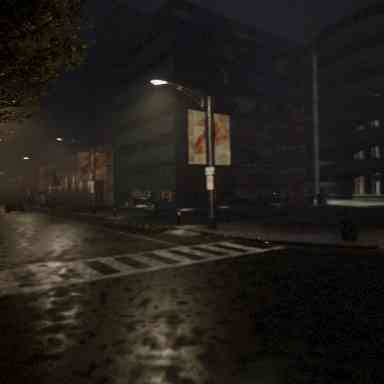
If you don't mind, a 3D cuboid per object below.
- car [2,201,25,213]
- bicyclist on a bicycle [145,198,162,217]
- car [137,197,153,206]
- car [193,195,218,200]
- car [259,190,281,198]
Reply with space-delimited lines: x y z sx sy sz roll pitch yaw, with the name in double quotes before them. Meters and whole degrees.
"car" -23.313 1.954 43.851 1.882 1.535 5.008 -1 0 -35
"bicyclist on a bicycle" -3.367 1.352 28.760 1.656 1.620 0.582 -2 0 -35
"car" -7.618 1.537 54.939 2.161 1.482 4.786 -1 0 -35
"car" 2.727 1.223 47.281 2.002 1.452 4.674 -1 0 -35
"car" 16.833 0.602 72.476 2.435 2.045 5.566 -1 0 -35
